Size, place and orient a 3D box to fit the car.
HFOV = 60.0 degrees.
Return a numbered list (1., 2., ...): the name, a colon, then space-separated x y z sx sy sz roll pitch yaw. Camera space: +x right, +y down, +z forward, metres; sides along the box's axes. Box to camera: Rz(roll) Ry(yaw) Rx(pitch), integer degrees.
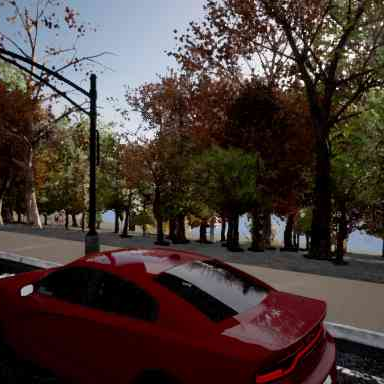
1. car: -0.866 1.477 4.293 5.008 1.535 1.882 0 0 35
